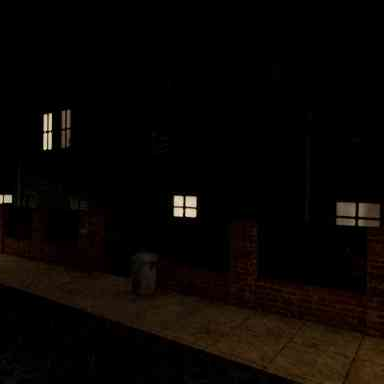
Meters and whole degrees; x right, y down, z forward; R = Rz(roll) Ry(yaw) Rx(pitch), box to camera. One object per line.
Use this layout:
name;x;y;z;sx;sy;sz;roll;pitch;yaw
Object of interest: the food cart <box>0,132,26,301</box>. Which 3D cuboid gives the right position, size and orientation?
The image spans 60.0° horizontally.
food cart;-6.300;0.462;7.808;4.660;3.560;2.280;2;0;35
